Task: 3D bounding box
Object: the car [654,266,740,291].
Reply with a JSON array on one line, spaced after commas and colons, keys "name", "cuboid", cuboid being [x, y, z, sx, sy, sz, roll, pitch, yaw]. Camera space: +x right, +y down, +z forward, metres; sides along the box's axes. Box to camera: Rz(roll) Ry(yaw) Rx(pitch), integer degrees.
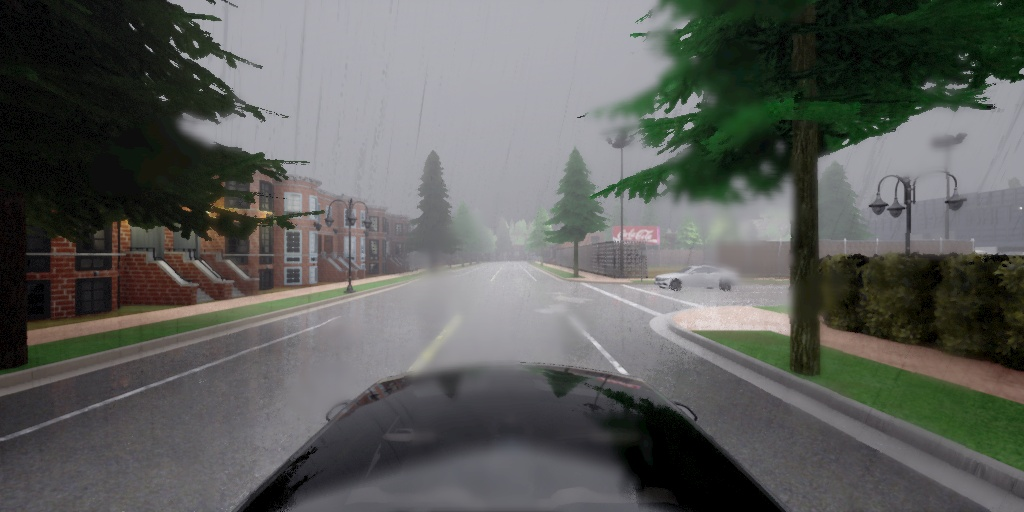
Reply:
[{"name": "car", "cuboid": [10.936, 1.302, 21.276, 4.674, 1.442, 1.812, 0, 0, 2]}]
